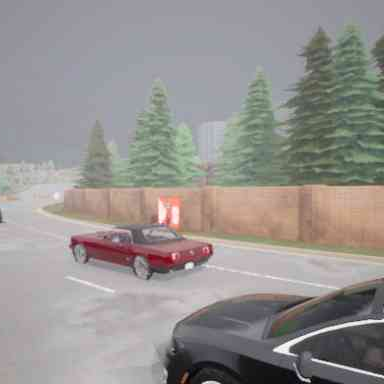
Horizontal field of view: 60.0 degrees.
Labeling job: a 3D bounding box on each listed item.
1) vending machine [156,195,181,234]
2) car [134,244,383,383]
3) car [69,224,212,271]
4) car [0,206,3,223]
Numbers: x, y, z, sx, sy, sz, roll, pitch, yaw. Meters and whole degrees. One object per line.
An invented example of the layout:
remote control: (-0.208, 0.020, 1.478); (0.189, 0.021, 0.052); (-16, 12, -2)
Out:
vending machine: (-1.322, 1.236, 19.002); (0.880, 2.100, 1.100); (0, 0, 45)
car: (1.953, 1.521, 2.727); (4.892, 1.490, 1.837); (0, 0, 36)
car: (-1.752, 1.619, 10.063); (4.718, 1.301, 1.895); (0, 0, 40)
car: (-15.366, 1.492, 24.796); (2.128, 1.511, 4.902); (0, 0, -37)
